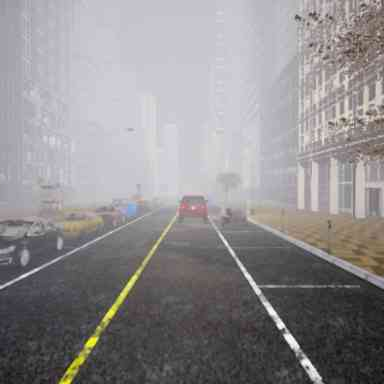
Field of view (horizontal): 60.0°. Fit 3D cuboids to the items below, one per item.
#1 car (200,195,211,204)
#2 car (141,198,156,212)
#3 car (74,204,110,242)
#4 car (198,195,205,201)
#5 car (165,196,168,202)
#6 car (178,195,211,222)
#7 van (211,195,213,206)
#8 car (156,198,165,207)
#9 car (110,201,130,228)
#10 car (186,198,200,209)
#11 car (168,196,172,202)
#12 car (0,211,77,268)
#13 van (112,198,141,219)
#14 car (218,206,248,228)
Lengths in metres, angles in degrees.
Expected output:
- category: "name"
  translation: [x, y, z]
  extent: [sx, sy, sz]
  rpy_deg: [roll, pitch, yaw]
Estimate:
- category: "car"
  translation: [2.660, 1.534, 67.324]
  extent: [1.967, 1.590, 4.097]
  rpy_deg: [-1, 0, 0]
- category: "car"
  translation: [-5.711, 1.587, 39.196]
  extent: [1.887, 1.381, 4.507]
  rpy_deg: [-1, 0, 0]
- category: "car"
  translation: [-5.706, 1.539, 16.527]
  extent: [1.752, 1.417, 4.829]
  rpy_deg: [-1, 0, 0]
- category: "car"
  translation: [2.657, 1.670, 89.995]
  extent: [1.752, 1.417, 4.829]
  rpy_deg: [-1, 0, 0]
- category: "car"
  translation: [-5.715, 1.622, 56.072]
  extent: [2.008, 1.369, 4.403]
  rpy_deg: [-1, 0, 0]
- category: "car"
  translation: [0.095, 1.246, 26.334]
  extent: [2.150, 2.045, 5.566]
  rpy_deg: [0, 0, 0]
- category: "van"
  translation: [2.661, 1.412, 56.075]
  extent: [1.690, 1.788, 3.998]
  rpy_deg: [-1, 0, 0]
- category: "car"
  translation: [-5.713, 1.612, 50.447]
  extent: [2.008, 1.369, 4.403]
  rpy_deg: [-1, 0, 0]
- category: "car"
  translation: [-5.707, 1.565, 22.322]
  extent: [1.887, 1.381, 4.507]
  rpy_deg: [-1, 0, 0]
- category: "car"
  translation: [0.089, 1.558, 46.388]
  extent: [1.837, 1.490, 4.892]
  rpy_deg: [0, 0, 0]
- category: "car"
  translation: [-5.720, 1.668, 78.571]
  extent: [2.008, 1.369, 4.403]
  rpy_deg: [-1, 0, 0]
- category: "car"
  translation: [-5.704, 1.559, 11.071]
  extent: [2.008, 1.369, 4.403]
  rpy_deg: [-1, 0, 0]
- category: "van"
  translation: [-5.711, 1.368, 27.946]
  extent: [1.690, 1.788, 3.998]
  rpy_deg: [-1, 0, 0]
- category: "car"
  translation: [2.674, 1.603, 22.324]
  extent: [1.802, 1.307, 4.206]
  rpy_deg: [-1, 0, 0]
